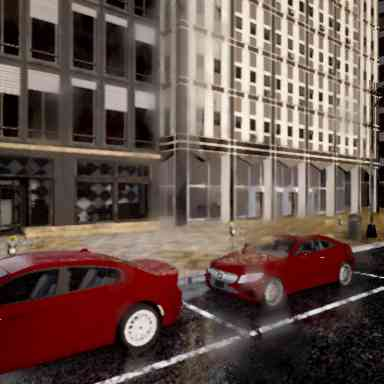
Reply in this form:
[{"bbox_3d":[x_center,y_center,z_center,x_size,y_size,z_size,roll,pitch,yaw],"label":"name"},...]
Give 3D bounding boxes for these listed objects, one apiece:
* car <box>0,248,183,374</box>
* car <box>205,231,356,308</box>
[{"bbox_3d":[-2.255,1.549,4.667,4.507,1.381,1.887,0,0,-35],"label":"car"},{"bbox_3d":[2.255,1.612,7.901,4.206,1.307,1.802,0,0,-36],"label":"car"}]
